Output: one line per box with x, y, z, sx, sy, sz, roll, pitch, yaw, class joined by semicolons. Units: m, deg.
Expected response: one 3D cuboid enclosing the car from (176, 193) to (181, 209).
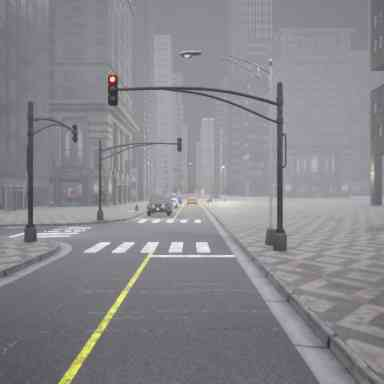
-3.089;1.227;46.040;2.150;2.045;5.566;0;0;0;car

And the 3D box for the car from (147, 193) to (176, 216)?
-3.091;1.221;32.962;2.150;2.045;5.566;0;0;0;car

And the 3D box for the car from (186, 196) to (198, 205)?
0.007;1.489;57.641;1.882;1.535;5.008;0;0;0;car
